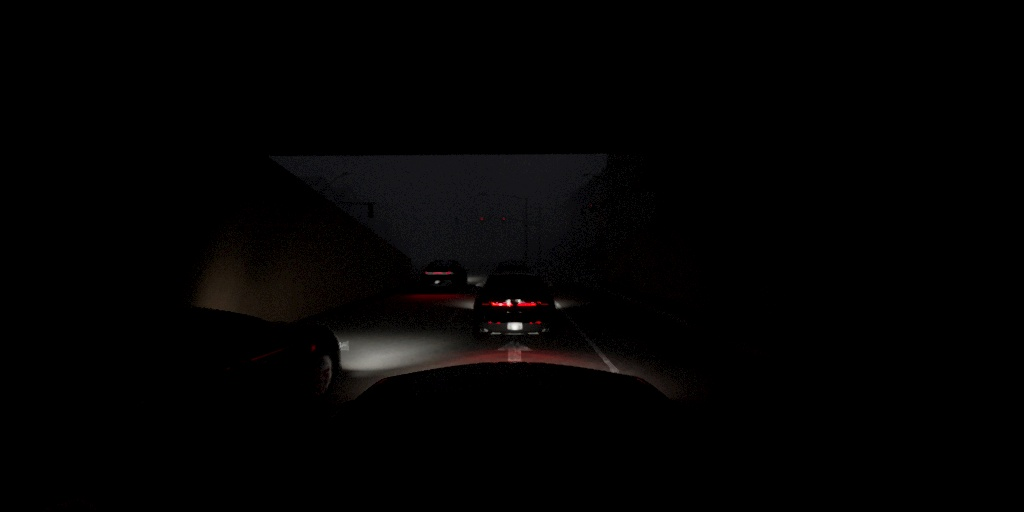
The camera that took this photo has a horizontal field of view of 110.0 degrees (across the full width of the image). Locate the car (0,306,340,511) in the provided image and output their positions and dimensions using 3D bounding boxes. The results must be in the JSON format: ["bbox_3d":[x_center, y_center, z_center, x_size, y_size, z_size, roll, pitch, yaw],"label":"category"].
[{"bbox_3d":[-3.438,1.230,3.337,1.837,1.490,4.892,0,1,0],"label":"car"}]

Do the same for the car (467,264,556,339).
[{"bbox_3d":[0.051,1.131,9.633,1.837,1.490,4.892,0,1,0],"label":"car"}]

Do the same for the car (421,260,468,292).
[{"bbox_3d":[-3.488,0.971,19.005,2.128,1.511,4.902,0,1,-1],"label":"car"}]

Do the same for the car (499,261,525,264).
[{"bbox_3d":[0.008,0.985,19.041,1.837,1.490,4.892,0,1,0],"label":"car"}]
